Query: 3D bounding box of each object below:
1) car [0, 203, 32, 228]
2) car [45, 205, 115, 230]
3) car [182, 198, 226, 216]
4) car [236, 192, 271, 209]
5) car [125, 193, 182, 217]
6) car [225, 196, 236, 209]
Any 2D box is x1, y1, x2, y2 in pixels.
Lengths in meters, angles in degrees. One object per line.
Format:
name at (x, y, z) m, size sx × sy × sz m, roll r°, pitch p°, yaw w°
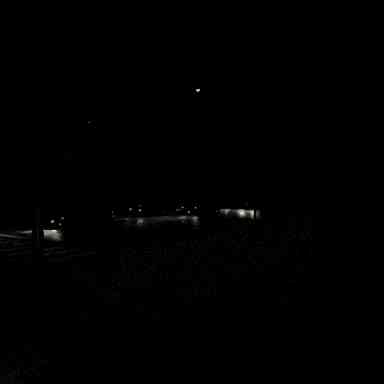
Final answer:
car at (-11.623, 1.469, 19.719) m, size 1.837 × 1.490 × 4.892 m, roll 0°, pitch 0°, yaw 35°
car at (-6.885, 1.507, 20.783) m, size 1.994 × 1.385 × 4.181 m, roll 0°, pitch 0°, yaw 35°
car at (0.969, 1.488, 31.867) m, size 1.895 × 1.301 × 4.718 m, roll 0°, pitch 0°, yaw 35°
car at (8.103, 1.055, 41.884) m, size 2.150 × 2.045 × 5.566 m, roll 0°, pitch 0°, yaw 35°
car at (-3.691, 1.129, 30.913) m, size 2.150 × 2.045 × 5.566 m, roll 0°, pitch 0°, yaw 36°
car at (5.102, 1.335, 43.276) m, size 2.128 × 1.511 × 4.902 m, roll 0°, pitch 0°, yaw 36°
